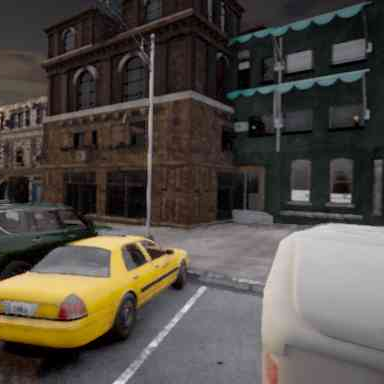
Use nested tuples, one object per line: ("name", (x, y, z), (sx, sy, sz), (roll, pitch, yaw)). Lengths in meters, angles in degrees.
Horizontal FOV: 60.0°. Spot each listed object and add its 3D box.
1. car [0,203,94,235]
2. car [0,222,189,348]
("car", (-3.988, 1.284, 8.362), (2.435, 2.045, 5.566), (0, -1, 16))
("car", (-1.495, 1.517, 6.731), (1.946, 1.575, 5.366), (0, -1, 16))
